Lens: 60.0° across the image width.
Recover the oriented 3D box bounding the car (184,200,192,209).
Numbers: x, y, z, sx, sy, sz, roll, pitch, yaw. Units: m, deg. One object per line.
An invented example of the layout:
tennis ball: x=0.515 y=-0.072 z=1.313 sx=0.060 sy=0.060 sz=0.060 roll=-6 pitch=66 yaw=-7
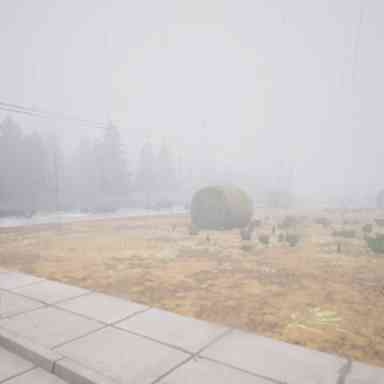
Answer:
car: x=0.795 y=1.727 z=46.548 sx=1.994 sy=1.385 sz=4.181 roll=0 pitch=0 yaw=37

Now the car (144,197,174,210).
car: x=-4.503 y=1.535 z=45.637 sx=2.097 sy=1.767 sz=4.553 roll=0 pitch=0 yaw=35

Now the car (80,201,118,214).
car: x=-10.452 y=1.747 z=37.585 sx=1.994 sy=1.385 sz=4.181 roll=0 pitch=0 yaw=37

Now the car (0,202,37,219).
car: x=-16.375 y=1.675 z=29.599 sx=2.128 sy=1.511 sz=4.902 roll=0 pitch=0 yaw=37
